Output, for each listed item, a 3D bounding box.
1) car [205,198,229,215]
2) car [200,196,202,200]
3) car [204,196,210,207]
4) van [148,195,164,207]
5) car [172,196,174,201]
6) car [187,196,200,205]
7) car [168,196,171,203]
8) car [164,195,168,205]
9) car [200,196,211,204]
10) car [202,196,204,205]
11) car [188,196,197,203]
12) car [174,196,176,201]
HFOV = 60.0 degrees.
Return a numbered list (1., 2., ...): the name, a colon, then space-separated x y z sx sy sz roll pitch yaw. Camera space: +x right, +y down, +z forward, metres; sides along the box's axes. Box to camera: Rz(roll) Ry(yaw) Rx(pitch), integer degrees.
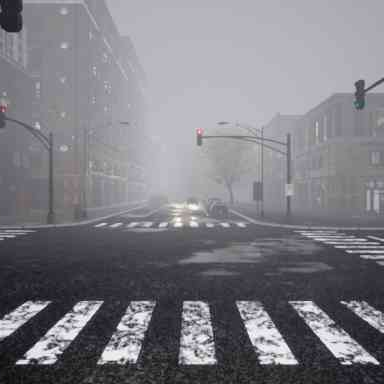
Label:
1. car: 2.725 1.580 33.625 2.008 1.369 4.403 0 0 0
2. car: 2.755 1.633 62.109 2.008 1.369 4.403 0 0 0
3. car: 2.731 1.479 39.323 1.967 1.590 4.097 0 0 0
4. van: -5.638 1.399 50.726 1.690 1.788 3.998 0 0 0
5. car: -5.614 1.663 73.513 2.008 1.369 4.403 0 0 0
6. car: 0.065 1.556 60.401 1.882 1.535 5.008 0 0 0
7. car: -5.626 1.397 62.120 2.192 1.841 5.009 0 0 0
8. car: -5.632 1.651 56.423 1.802 1.307 4.206 0 0 0
9. car: 2.760 1.537 67.806 1.967 1.590 4.097 0 0 0
10. car: 2.737 1.488 45.019 1.967 1.590 4.097 0 0 0
11. car: 0.075 1.540 70.818 1.812 1.442 4.674 0 0 0
12. car: -5.597 1.687 90.434 1.752 1.417 4.829 0 0 0
